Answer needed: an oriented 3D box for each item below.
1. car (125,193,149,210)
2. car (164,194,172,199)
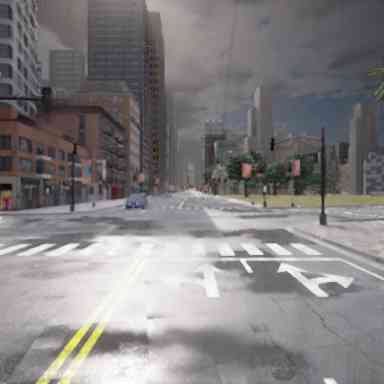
[{"bbox_3d":[-6.606,1.166,40.386,2.150,2.045,5.566,0,2,1],"label":"car"},{"bbox_3d":[-6.576,1.170,90.049,1.895,1.301,4.718,0,0,0],"label":"car"}]
